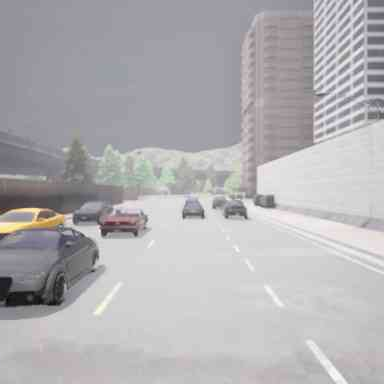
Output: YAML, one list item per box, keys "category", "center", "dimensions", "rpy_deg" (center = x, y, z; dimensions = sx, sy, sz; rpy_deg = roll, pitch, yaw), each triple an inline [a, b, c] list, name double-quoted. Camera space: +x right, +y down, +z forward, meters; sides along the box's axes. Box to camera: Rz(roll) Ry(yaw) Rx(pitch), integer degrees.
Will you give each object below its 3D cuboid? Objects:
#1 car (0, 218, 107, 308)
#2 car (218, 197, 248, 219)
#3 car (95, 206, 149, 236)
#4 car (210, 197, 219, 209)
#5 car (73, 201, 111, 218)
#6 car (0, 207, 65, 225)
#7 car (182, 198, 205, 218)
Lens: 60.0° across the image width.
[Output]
- category: "car"
  center: [-3.592, 1.548, 7.834]
  dimensions: [1.994, 1.385, 4.181]
  rpy_deg: [0, 0, -1]
- category: "car"
  center: [3.611, 1.447, 28.708]
  dimensions: [1.837, 1.490, 4.892]
  rpy_deg: [0, 0, 0]
- category: "car"
  center: [-3.570, 1.564, 18.220]
  dimensions: [1.895, 1.301, 4.718]
  rpy_deg: [0, 0, 0]
- category: "car"
  center: [3.574, 1.416, 43.728]
  dimensions: [1.837, 1.490, 4.892]
  rpy_deg: [0, 0, 0]
- category: "car"
  center: [-7.054, 1.429, 24.304]
  dimensions: [1.882, 1.535, 5.008]
  rpy_deg: [0, 0, 1]
- category: "car"
  center: [-7.082, 1.450, 14.232]
  dimensions: [1.882, 1.535, 5.008]
  rpy_deg: [0, 0, 0]
- category: "car"
  center: [0.108, 1.505, 29.397]
  dimensions: [1.994, 1.385, 4.181]
  rpy_deg: [0, 0, 0]
